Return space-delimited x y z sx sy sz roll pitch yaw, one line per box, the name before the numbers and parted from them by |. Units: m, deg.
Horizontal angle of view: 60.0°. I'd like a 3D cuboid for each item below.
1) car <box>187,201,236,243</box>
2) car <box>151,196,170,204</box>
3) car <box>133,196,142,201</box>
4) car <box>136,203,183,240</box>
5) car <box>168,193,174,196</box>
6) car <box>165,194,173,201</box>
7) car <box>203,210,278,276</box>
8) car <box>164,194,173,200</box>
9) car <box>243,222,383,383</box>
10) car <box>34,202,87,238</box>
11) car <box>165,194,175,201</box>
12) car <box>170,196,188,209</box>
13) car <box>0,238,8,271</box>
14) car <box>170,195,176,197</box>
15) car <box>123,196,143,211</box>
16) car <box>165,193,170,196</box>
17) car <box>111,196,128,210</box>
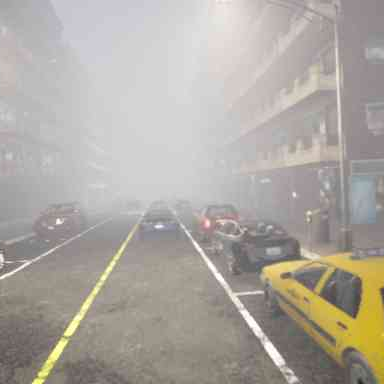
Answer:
car | 1.124 1.284 15.405 1.967 1.590 4.097 -4 0 -6
car | -3.775 1.522 38.136 1.994 1.385 4.181 -3 0 -6
car | -15.131 1.762 92.614 1.887 1.381 4.507 -4 0 -6
car | -1.685 1.543 17.216 1.994 1.385 4.181 -3 0 -5
car | -2.287 1.340 49.015 1.752 1.417 4.829 -4 0 -6
car | -5.669 1.334 82.285 1.887 1.381 4.507 -4 0 -6
car | 1.698 1.415 9.832 1.947 1.339 4.313 -4 0 -6
car | -6.234 1.351 87.858 1.947 1.339 4.313 -4 0 -6
car | 2.245 1.380 4.428 1.752 1.417 4.829 -4 0 -6
car | -7.780 1.591 20.160 2.192 1.841 5.009 -4 0 -6
car | -5.101 1.344 76.712 2.008 1.369 4.403 -4 0 -6
car | -1.134 1.390 37.699 1.947 1.339 4.313 -4 0 -6
car | -6.631 1.836 9.015 2.008 1.369 4.403 -4 0 -6
car | -1.702 1.370 43.273 2.008 1.369 4.403 -4 0 -6
car | -7.345 1.679 42.703 1.994 1.385 4.181 -3 0 -6
car | -3.409 1.246 59.992 1.967 1.590 4.097 -4 0 -6
car | -10.597 1.802 48.028 2.008 1.369 4.403 -4 0 -6
